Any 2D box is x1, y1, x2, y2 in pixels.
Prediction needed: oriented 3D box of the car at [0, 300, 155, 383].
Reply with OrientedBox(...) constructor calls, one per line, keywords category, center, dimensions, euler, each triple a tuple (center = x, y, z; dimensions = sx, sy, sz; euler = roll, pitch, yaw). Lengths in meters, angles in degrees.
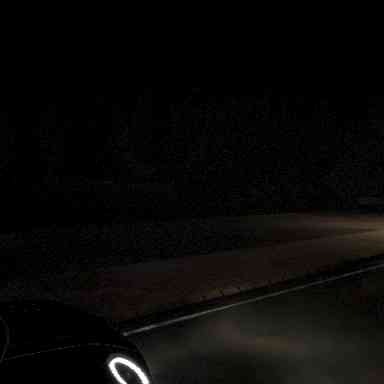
OrientedBox(category="car", center=(-2.437, 1.353, 2.007), dimensions=(4.553, 1.767, 2.097), euler=(0, 0, -35))
